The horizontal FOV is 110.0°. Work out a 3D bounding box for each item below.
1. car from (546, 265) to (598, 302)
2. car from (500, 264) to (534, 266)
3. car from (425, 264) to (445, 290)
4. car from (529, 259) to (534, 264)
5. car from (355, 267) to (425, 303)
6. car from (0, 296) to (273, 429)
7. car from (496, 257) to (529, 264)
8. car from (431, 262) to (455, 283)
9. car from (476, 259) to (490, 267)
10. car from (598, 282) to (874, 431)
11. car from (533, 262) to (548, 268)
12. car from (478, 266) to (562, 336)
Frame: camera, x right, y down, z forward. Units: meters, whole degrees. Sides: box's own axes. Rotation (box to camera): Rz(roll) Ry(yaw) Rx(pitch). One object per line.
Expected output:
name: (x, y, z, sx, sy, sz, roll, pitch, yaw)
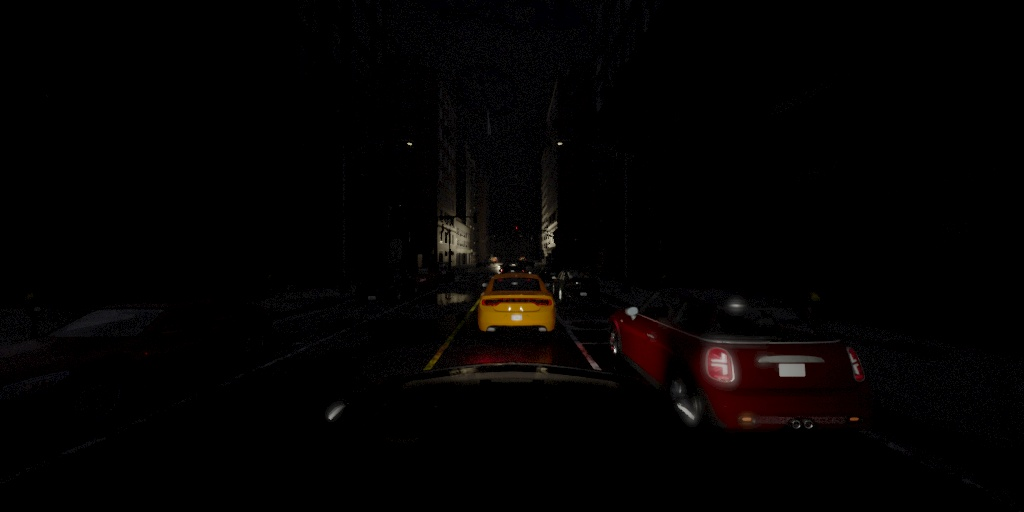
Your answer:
car: (2.885, 1.300, 16.601, 2.007, 1.370, 4.403, 0, 0, 0)
car: (0.135, 1.314, 19.475, 1.994, 1.385, 4.181, 0, 0, 0)
car: (-5.630, 1.332, 22.119, 1.802, 1.307, 4.207, 0, 0, 0)
car: (3.013, 1.227, 64.693, 1.967, 1.591, 4.097, 0, 0, 0)
car: (-5.640, 1.315, 16.618, 1.948, 1.339, 4.313, 0, 0, 0)
car: (-5.661, 1.332, 5.616, 1.802, 1.307, 4.207, 0, 0, 0)
car: (0.081, 1.103, 28.207, 2.097, 1.767, 4.553, 0, 0, 1)
car: (-5.619, 1.190, 27.621, 1.967, 1.591, 4.097, 0, 0, 0)
car: (-5.512, 1.369, 64.722, 1.802, 1.307, 4.207, 0, 0, 0)
car: (2.864, 1.189, 5.599, 1.967, 1.591, 4.097, 0, 0, 0)
car: (2.907, 1.316, 27.604, 1.948, 1.339, 4.313, 0, 0, 0)
car: (0.114, 1.227, 10.487, 1.882, 1.535, 5.008, 0, 0, 0)
